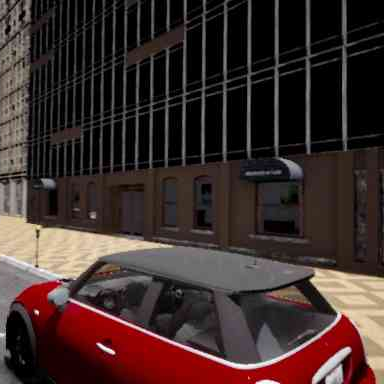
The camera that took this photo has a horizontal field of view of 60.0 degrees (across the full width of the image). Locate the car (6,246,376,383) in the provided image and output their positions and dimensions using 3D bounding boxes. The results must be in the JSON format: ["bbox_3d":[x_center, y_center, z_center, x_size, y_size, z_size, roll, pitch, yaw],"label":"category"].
[{"bbox_3d":[-0.461,1.454,3.983,4.553,1.767,2.097,-1,-2,44],"label":"car"}]
